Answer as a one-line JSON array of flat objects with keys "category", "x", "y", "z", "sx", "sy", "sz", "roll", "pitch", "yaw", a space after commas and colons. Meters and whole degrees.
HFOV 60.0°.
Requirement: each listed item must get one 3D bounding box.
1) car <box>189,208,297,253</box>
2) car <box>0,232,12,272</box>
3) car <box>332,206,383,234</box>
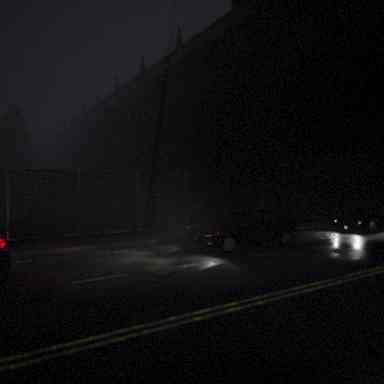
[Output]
[{"category": "car", "x": 2.194, "y": 1.452, "z": 13.810, "sx": 5.008, "sy": 1.535, "sz": 1.882, "roll": 0, "pitch": 0, "yaw": -33}, {"category": "car", "x": -6.864, "y": 1.352, "z": 7.825, "sx": 4.553, "sy": 1.767, "sz": 2.097, "roll": 0, "pitch": 0, "yaw": -33}, {"category": "car", "x": 10.426, "y": 1.498, "z": 19.245, "sx": 5.357, "sy": 1.411, "sz": 2.033, "roll": 0, "pitch": 0, "yaw": -34}]
